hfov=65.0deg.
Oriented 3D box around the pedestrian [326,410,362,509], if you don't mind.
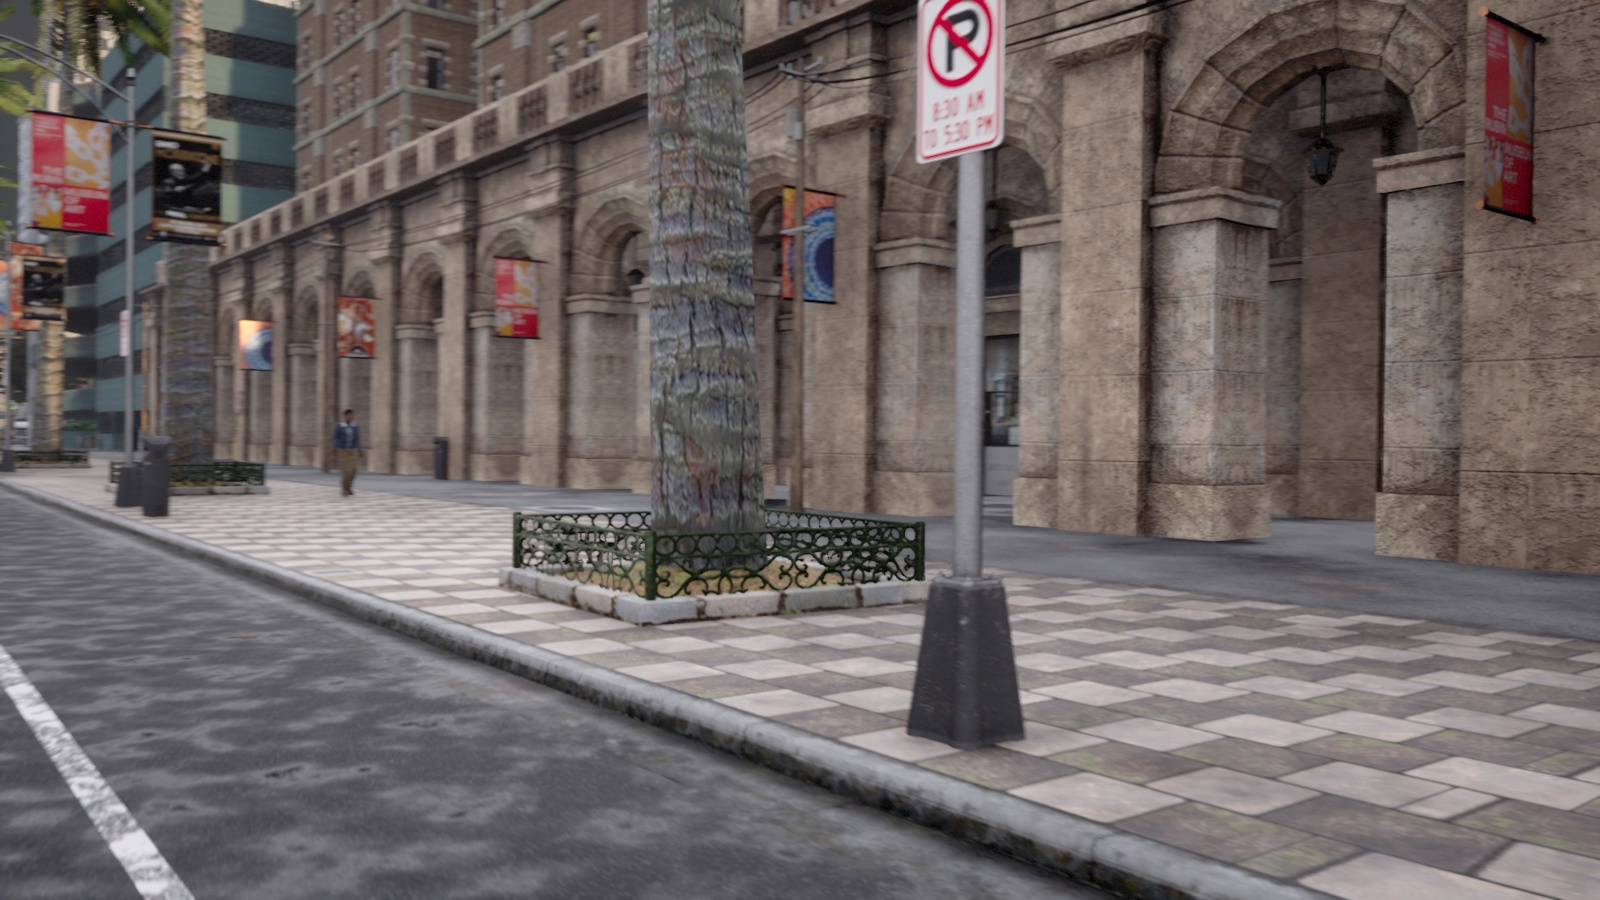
[{"bbox_3d":[-9.126,0.183,25.126,0.423,1.949,0.788,-1,1,-39],"label":"pedestrian"}]
